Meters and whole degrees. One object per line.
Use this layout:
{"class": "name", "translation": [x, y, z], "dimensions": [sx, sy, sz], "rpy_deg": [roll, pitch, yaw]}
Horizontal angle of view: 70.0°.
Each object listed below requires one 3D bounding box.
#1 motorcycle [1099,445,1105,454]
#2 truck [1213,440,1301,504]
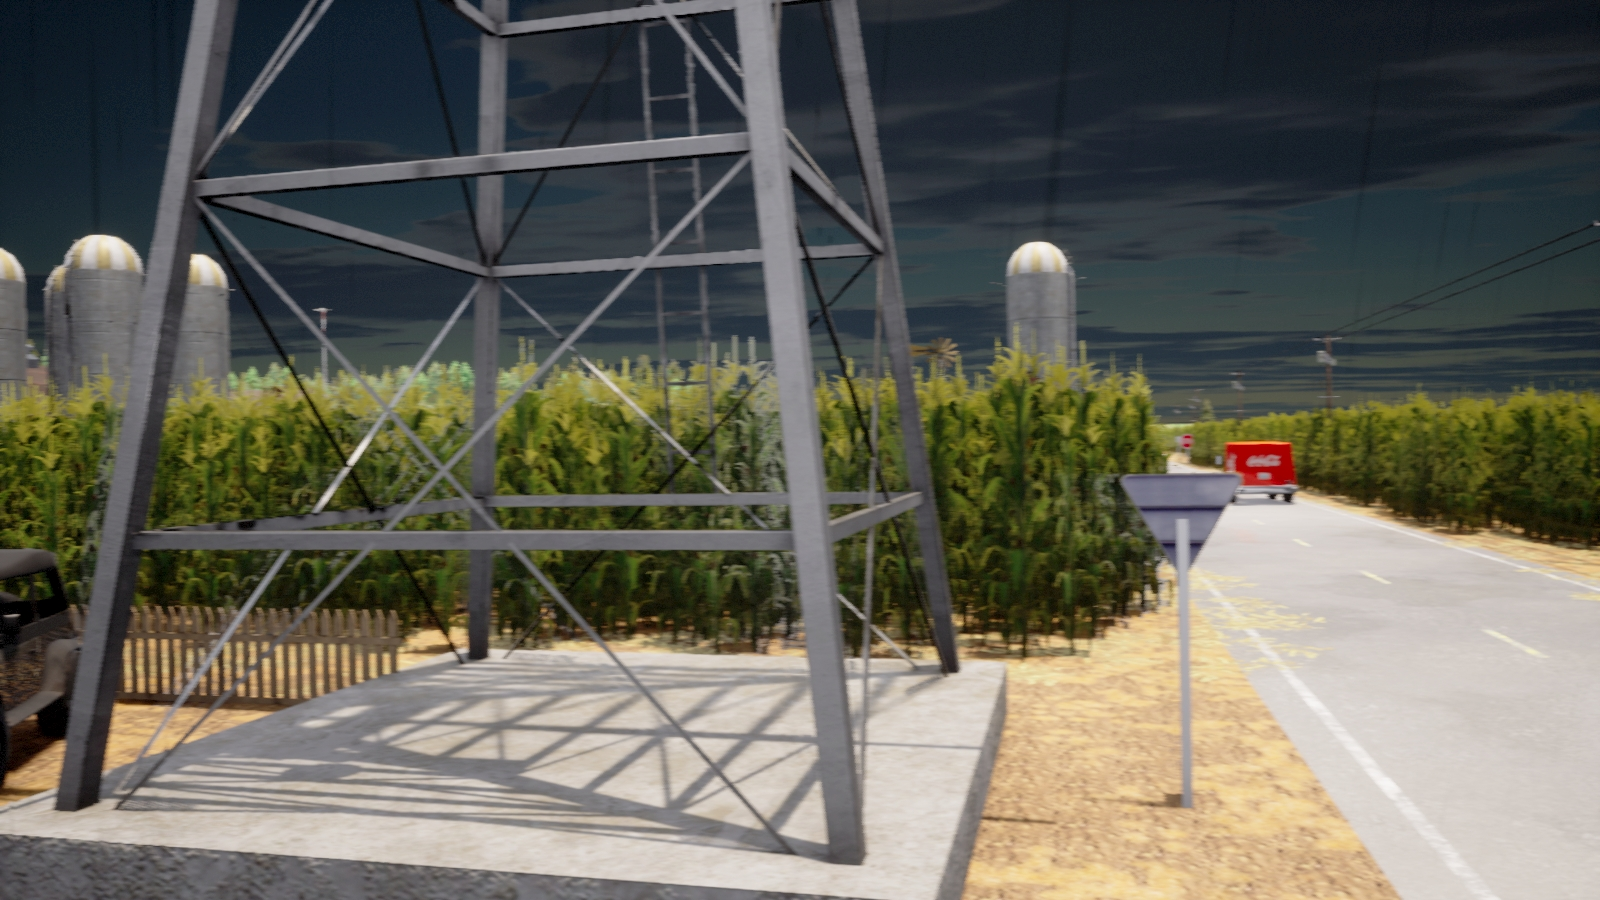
{"class": "motorcycle", "translation": [47.555, -0.120, 179.789], "dimensions": [0.764, 1.307, 2.356], "rpy_deg": [-1, 0, 14]}
{"class": "truck", "translation": [18.913, 0.839, 47.546], "dimensions": [2.627, 2.467, 5.204], "rpy_deg": [-1, 0, 14]}
